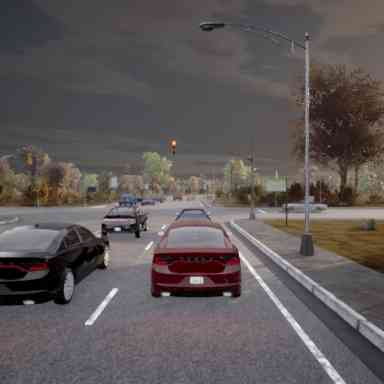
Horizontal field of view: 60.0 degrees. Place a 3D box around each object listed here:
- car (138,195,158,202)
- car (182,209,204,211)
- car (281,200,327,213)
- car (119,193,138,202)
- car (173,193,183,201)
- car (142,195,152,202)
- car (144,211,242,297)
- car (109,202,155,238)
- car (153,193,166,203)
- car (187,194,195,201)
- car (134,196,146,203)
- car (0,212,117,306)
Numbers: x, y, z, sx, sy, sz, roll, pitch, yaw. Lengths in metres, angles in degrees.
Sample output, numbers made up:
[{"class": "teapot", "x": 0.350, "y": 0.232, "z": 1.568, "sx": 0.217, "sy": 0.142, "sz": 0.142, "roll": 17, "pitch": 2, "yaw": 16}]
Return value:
[{"class": "car", "x": -7.223, "y": 1.564, "z": 55.437, "sx": 1.994, "sy": 1.385, "sz": 4.181, "roll": 0, "pitch": 0, "yaw": -1}, {"class": "car", "x": 0.061, "y": 1.564, "z": 17.605, "sx": 1.994, "sy": 1.385, "sz": 4.181, "roll": 0, "pitch": 0, "yaw": 0}, {"class": "car", "x": 12.370, "y": 1.601, "z": 37.035, "sx": 4.718, "sy": 1.301, "sz": 1.895, "roll": 0, "pitch": 0, "yaw": 2}, {"class": "car", "x": -10.685, "y": 1.221, "z": 55.856, "sx": 2.150, "sy": 2.045, "sz": 5.566, "roll": 0, "pitch": 0, "yaw": 2}, {"class": "car", "x": -3.703, "y": 1.217, "z": 85.445, "sx": 2.150, "sy": 2.045, "sz": 5.566, "roll": 0, "pitch": 0, "yaw": 0}, {"class": "car", "x": -10.692, "y": 1.500, "z": 79.186, "sx": 1.837, "sy": 1.490, "sz": 4.892, "roll": 0, "pitch": 0, "yaw": 0}, {"class": "car", "x": 0.081, "y": 1.478, "z": 8.616, "sx": 1.882, "sy": 1.535, "sz": 5.008, "roll": 0, "pitch": 0, "yaw": 0}, {"class": "car", "x": -3.434, "y": 1.491, "z": 17.628, "sx": 2.128, "sy": 1.511, "sz": 4.902, "roll": 0, "pitch": 0, "yaw": -1}, {"class": "car", "x": -7.169, "y": 1.223, "z": 68.736, "sx": 2.150, "sy": 2.045, "sz": 5.566, "roll": 0, "pitch": 0, "yaw": 0}, {"class": "car", "x": -0.204, "y": 1.348, "z": 85.809, "sx": 2.097, "sy": 1.767, "sz": 4.553, "roll": 0, "pitch": 0, "yaw": 0}, {"class": "car", "x": -10.666, "y": 1.601, "z": 68.576, "sx": 1.895, "sy": 1.301, "sz": 4.718, "roll": 0, "pitch": 0, "yaw": 0}, {"class": "car", "x": -3.417, "y": 1.478, "z": 8.141, "sx": 1.882, "sy": 1.535, "sz": 5.008, "roll": 0, "pitch": 0, "yaw": 0}]
